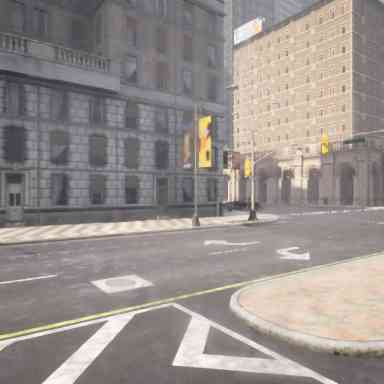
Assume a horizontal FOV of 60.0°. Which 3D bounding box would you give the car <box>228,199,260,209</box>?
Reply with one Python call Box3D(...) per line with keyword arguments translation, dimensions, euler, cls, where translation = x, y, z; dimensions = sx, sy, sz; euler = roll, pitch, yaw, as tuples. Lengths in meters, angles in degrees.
Box3D(translation=(7.291, 1.601, 46.481), dimensions=(1.895, 1.301, 4.718), euler=(0, 0, -36), cls="car")
